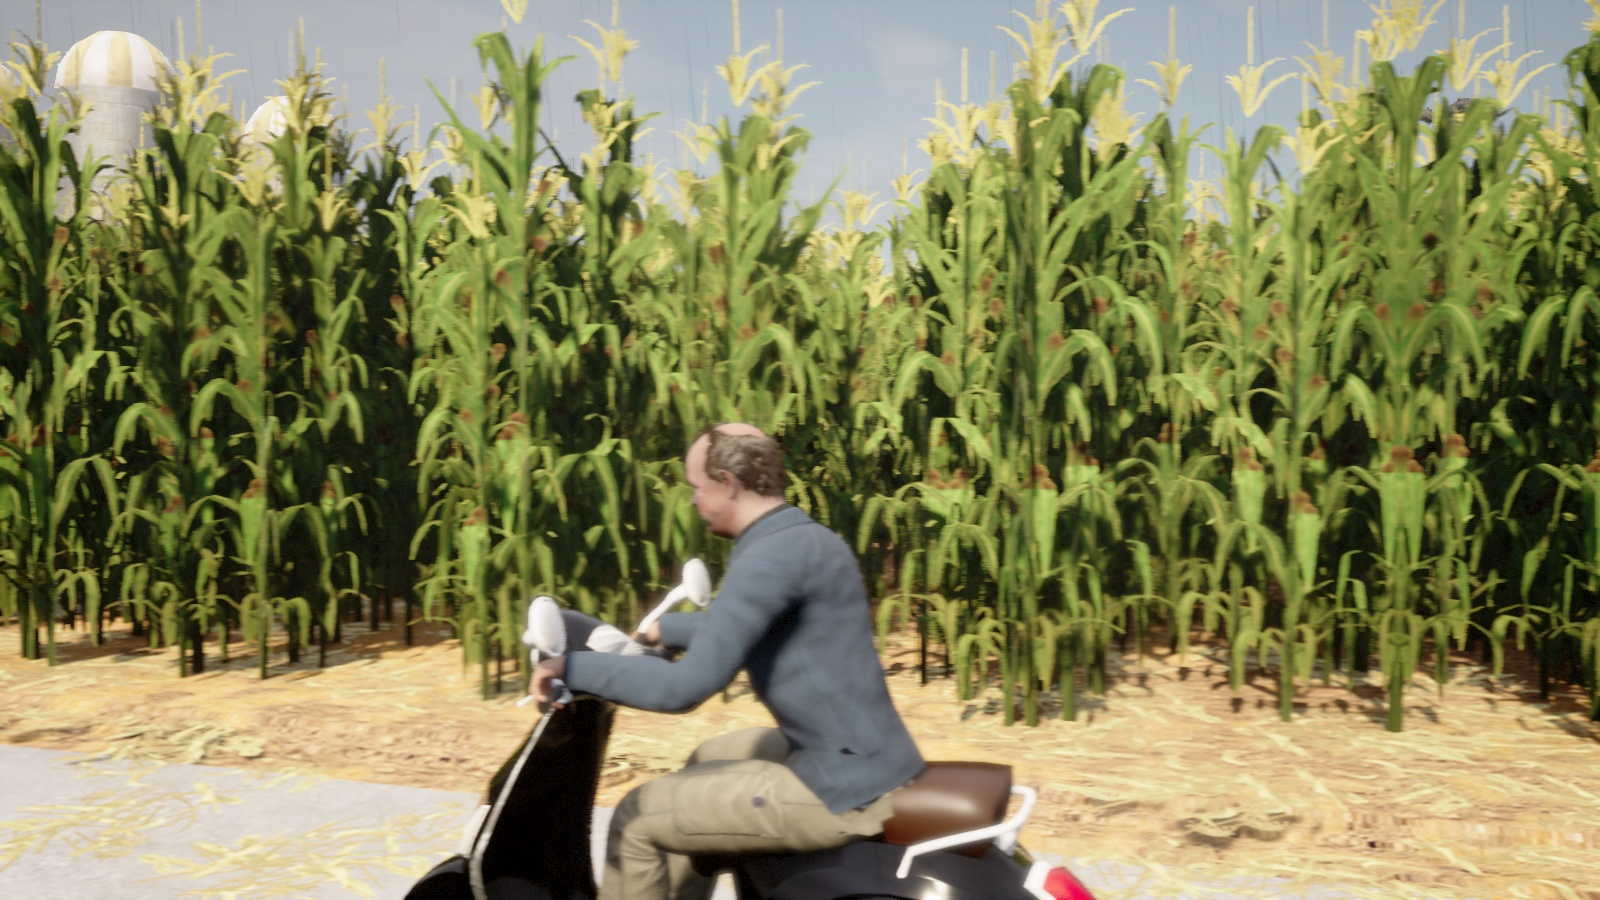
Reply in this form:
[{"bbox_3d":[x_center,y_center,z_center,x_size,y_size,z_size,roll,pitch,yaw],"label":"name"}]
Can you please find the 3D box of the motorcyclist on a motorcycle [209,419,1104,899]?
[{"bbox_3d":[-0.287,0.730,2.856,1.817,1.590,0.866,1,1,19],"label":"motorcyclist on a motorcycle"}]
